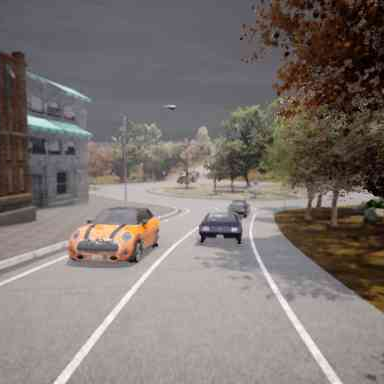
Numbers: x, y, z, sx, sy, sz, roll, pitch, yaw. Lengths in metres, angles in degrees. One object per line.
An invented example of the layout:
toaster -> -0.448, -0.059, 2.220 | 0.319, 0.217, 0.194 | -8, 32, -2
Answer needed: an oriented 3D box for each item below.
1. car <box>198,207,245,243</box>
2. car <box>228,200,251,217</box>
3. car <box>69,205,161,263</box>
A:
car -> 1.497, 1.616, 16.301 | 1.895, 1.301, 4.718 | 1, 0, 8
car -> 4.488, 1.473, 31.513 | 2.033, 1.411, 5.357 | 1, 3, 15
car -> -2.521, 1.313, 11.869 | 2.097, 1.767, 4.553 | 1, 0, 6
